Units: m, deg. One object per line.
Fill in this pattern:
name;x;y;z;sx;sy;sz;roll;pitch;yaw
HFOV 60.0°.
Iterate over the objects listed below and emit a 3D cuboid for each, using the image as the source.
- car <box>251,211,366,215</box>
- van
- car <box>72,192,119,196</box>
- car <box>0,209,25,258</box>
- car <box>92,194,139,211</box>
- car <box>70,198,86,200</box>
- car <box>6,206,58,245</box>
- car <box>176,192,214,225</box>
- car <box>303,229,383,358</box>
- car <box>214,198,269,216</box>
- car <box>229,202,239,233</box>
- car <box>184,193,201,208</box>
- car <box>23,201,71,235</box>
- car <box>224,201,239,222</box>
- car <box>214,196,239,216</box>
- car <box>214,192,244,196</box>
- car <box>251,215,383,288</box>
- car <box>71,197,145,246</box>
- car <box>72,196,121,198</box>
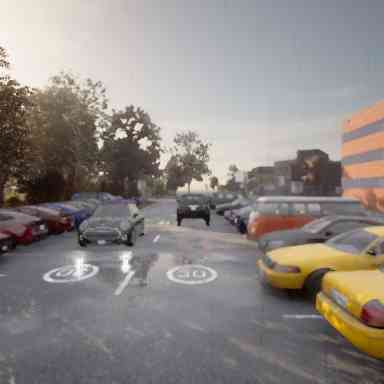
car;4.414;1.458;10.265;4.674;1.452;2.002;0;0;0
van;4.294;1.175;13.090;4.442;1.987;1.878;0;0;0
car;-8.140;1.043;29.828;5.566;2.045;2.435;0;0;0
car;-8.161;1.418;10.064;5.008;1.535;2.097;0;0;0
car;-8.107;1.118;35.609;4.553;1.767;2.185;0;0;0
car;-8.157;1.351;21.484;4.892;1.521;2.231;0;0;0
car;-8.187;1.430;13.012;4.792;1.488;2.163;0;0;0
car;0.083;1.082;23.114;2.150;2.045;5.566;0;0;0
car;4.599;1.449;4.614;5.366;1.575;1.946;0;0;0
car;4.408;1.333;30.047;4.674;1.452;2.002;0;0;0
car;4.439;1.413;15.917;4.792;1.488;2.163;0;0;0
car;0.086;1.066;42.220;2.097;1.767;4.553;0;1;0
car;-8.154;1.384;15.836;5.008;1.535;2.097;0;0;0
car;4.406;1.407;18.743;4.674;1.452;2.002;0;0;0
car;4.412;1.313;27.219;5.008;1.535;2.097;0;0;0
car;4.433;1.021;32.869;5.566;2.045;2.435;0;0;0
car;4.227;1.432;7.440;5.366;1.575;1.946;0;0;0
car;-3.355;1.264;14.588;2.097;1.767;4.553;0;0;0
car;-8.173;1.314;27.130;4.892;1.521;2.231;0;0;0
